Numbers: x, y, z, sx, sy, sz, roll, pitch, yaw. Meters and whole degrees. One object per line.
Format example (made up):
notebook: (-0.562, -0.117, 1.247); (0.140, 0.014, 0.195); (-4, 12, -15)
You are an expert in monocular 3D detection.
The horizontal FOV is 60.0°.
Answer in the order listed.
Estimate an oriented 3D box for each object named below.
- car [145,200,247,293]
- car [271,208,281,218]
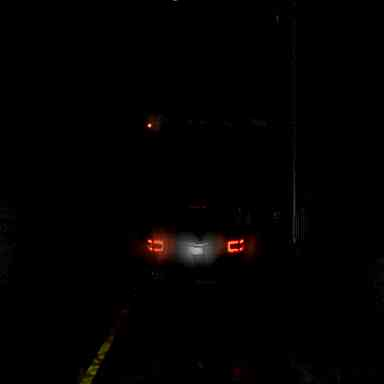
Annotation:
car: (0.079, 1.222, 9.010); (2.150, 2.045, 5.566); (0, 0, 0)
car: (9.047, 1.588, 27.633); (4.718, 1.301, 1.895); (0, 0, -10)
